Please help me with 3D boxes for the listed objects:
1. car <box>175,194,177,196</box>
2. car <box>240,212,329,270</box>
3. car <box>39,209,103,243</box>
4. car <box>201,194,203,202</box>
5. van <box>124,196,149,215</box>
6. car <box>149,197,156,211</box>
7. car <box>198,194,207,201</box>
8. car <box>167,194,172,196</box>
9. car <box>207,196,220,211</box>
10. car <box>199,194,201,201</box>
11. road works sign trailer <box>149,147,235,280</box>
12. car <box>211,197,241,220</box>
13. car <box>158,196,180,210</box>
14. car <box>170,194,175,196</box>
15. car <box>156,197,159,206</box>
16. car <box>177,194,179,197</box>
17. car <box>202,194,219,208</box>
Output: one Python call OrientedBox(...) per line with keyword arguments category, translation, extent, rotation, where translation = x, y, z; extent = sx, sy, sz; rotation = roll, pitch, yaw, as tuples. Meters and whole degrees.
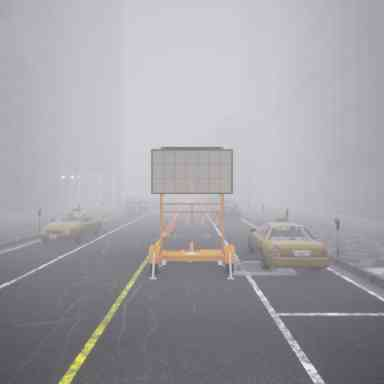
OrientedBox(category="car", translation=(-5.660, 1.411, 83.963), extent=(2.192, 1.841, 5.009), rotation=(0, 0, 0))
OrientedBox(category="car", translation=(2.867, 1.520, 10.842), extent=(1.752, 1.417, 4.829), rotation=(0, 0, 1))
OrientedBox(category="car", translation=(-5.665, 1.519, 16.089), extent=(1.752, 1.417, 4.829), rotation=(0, 0, 1))
OrientedBox(category="car", translation=(2.863, 1.332, 50.116), extent=(2.192, 1.841, 5.009), rotation=(0, 0, 0))
OrientedBox(category="van", translation=(-5.662, 1.334, 33.213), extent=(1.690, 1.788, 3.998), rotation=(0, 0, 0))
OrientedBox(category="car", translation=(-5.663, 1.564, 38.852), extent=(1.947, 1.339, 4.313), rotation=(0, 0, 0))
OrientedBox(category="car", translation=(2.866, 1.433, 89.593), extent=(2.192, 1.841, 5.009), rotation=(0, 0, 0))
OrientedBox(category="car", translation=(-5.660, 1.631, 67.047), extent=(1.802, 1.307, 4.206), rotation=(0, 0, 0))
OrientedBox(category="car", translation=(2.862, 1.434, 33.197), extent=(1.967, 1.590, 4.097), rotation=(0, 0, 0))
OrientedBox(category="car", translation=(2.865, 1.479, 61.395), extent=(1.967, 1.590, 4.097), rotation=(0, 0, 0))
OrientedBox(category="road works sign trailer", translation=(0.001, 0.461, 9.952), extent=(2.380, 3.560, 2.880), rotation=(0, 0, 0))
OrientedBox(category="car", translation=(2.862, 1.431, 27.559), extent=(1.967, 1.590, 4.097), rotation=(0, 0, 0))
OrientedBox(category="car", translation=(-2.995, 1.606, 43.352), extent=(1.895, 1.301, 4.718), rotation=(0, 0, 0))
OrientedBox(category="car", translation=(-5.660, 1.600, 78.155), extent=(1.752, 1.417, 4.829), rotation=(0, 0, 0))
OrientedBox(category="car", translation=(-5.662, 1.457, 50.131), extent=(1.967, 1.590, 4.097), rotation=(0, 0, 0))
OrientedBox(category="car", translation=(-5.659, 1.455, 95.241), extent=(2.192, 1.841, 5.009), rotation=(0, 0, 0))
OrientedBox(category="car", translation=(2.863, 1.322, 44.477), extent=(2.192, 1.841, 5.009), rotation=(0, 0, 0))
